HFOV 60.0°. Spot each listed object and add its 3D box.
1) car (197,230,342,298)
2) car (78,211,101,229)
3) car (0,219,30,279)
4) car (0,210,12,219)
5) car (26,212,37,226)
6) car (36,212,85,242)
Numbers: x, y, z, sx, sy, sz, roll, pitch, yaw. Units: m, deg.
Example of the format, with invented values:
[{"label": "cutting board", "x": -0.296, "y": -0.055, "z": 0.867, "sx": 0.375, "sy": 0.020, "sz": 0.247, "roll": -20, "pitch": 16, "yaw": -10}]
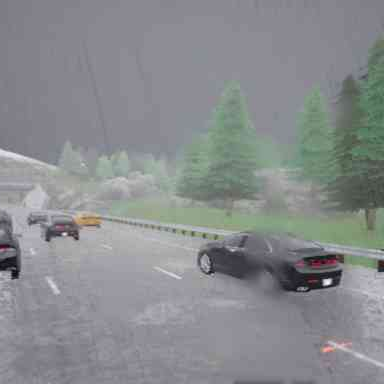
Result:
[{"label": "car", "x": 1.935, "y": 1.893, "z": 9.796, "sx": 1.837, "sy": 1.490, "sz": 4.892, "roll": 2, "pitch": -2, "yaw": -29}, {"label": "car", "x": -9.792, "y": 2.507, "z": 30.490, "sx": 1.882, "sy": 1.535, "sz": 5.008, "roll": 2, "pitch": -2, "yaw": -30}, {"label": "car", "x": -6.613, "y": 1.828, "z": 10.701, "sx": 2.128, "sy": 1.511, "sz": 4.902, "roll": 2, "pitch": -2, "yaw": -29}, {"label": "car", "x": -15.439, "y": 2.172, "z": 26.268, "sx": 2.097, "sy": 1.767, "sz": 4.553, "roll": 2, "pitch": -2, "yaw": -30}, {"label": "car", "x": -15.658, "y": 2.691, "z": 33.727, "sx": 1.895, "sy": 1.301, "sz": 4.718, "roll": 2, "pitch": -2, "yaw": -30}, {"label": "car", "x": -8.382, "y": 2.199, "z": 20.913, "sx": 1.837, "sy": 1.490, "sz": 4.892, "roll": 2, "pitch": -2, "yaw": -29}]
